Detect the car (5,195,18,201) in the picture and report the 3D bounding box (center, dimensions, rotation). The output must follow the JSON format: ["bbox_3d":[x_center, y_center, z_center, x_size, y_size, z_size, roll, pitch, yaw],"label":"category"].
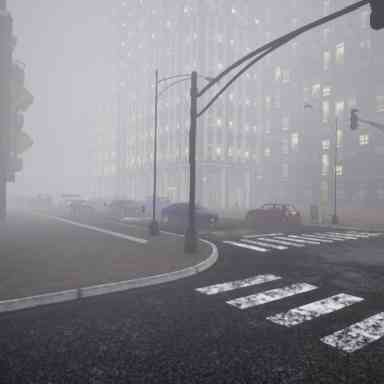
[{"bbox_3d":[-40.332,1.377,74.341,2.008,1.369,4.403,1,-1,-35],"label":"car"}]

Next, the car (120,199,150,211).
[{"bbox_3d":[-7.343,1.584,42.343,2.008,1.369,4.403,1,-1,-35],"label":"car"}]

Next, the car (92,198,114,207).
[{"bbox_3d":[-13.883,1.586,51.554,1.947,1.339,4.313,1,-1,-35],"label":"car"}]

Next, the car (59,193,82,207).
[{"bbox_3d":[-16.456,1.135,45.276,2.150,2.045,5.566,1,-1,-35],"label":"car"}]

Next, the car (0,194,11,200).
[{"bbox_3d":[-46.776,1.365,83.417,1.752,1.417,4.829,1,-1,-35],"label":"car"}]

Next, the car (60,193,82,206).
[{"bbox_3d":[-20.524,1.181,56.276,2.150,2.045,5.566,1,-1,-35],"label":"car"}]

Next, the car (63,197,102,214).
[{"bbox_3d":[-10.906,1.427,32.887,2.008,1.369,4.403,1,-1,-35],"label":"car"}]

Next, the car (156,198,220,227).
[{"bbox_3d":[-0.205,1.425,22.285,1.882,1.535,5.008,1,-1,-36],"label":"car"}]

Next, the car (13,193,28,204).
[{"bbox_3d":[-30.520,1.155,60.525,2.192,1.841,5.009,1,-1,-35],"label":"car"}]

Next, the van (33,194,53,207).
[{"bbox_3d":[-20.711,1.197,46.707,1.690,1.788,3.998,1,-1,-35],"label":"van"}]

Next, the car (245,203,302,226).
[{"bbox_3d":[5.738,1.505,23.920,1.967,1.590,4.097,1,-1,-35],"label":"car"}]

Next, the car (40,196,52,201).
[{"bbox_3d":[-36.771,1.570,83.796,1.802,1.307,4.206,1,-1,-35],"label":"car"}]

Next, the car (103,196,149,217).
[{"bbox_3d":[-6.178,1.436,30.704,1.837,1.490,4.892,1,0,-35],"label":"car"}]

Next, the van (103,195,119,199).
[{"bbox_3d":[-10.609,1.368,46.951,1.690,1.788,3.998,1,-1,-35],"label":"van"}]

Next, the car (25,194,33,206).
[{"bbox_3d":[-23.985,1.432,51.310,1.802,1.307,4.206,1,-1,-35],"label":"car"}]

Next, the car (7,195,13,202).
[{"bbox_3d":[-37.063,1.396,69.735,1.947,1.339,4.313,1,-1,-35],"label":"car"}]

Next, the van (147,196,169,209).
[{"bbox_3d":[-4.070,1.382,37.739,1.690,1.788,3.998,1,-1,-35],"label":"van"}]
